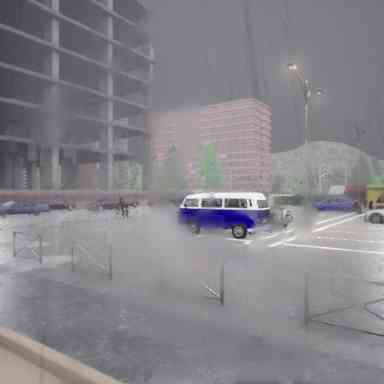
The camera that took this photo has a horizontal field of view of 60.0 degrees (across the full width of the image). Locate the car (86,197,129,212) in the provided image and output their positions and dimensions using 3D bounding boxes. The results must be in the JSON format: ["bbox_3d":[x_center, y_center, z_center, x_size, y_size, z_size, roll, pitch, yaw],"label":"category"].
[{"bbox_3d":[-9.990,1.437,38.554,1.837,1.490,4.892,0,0,35],"label":"car"}]

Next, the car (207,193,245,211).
[{"bbox_3d":[4.968,1.157,47.390,2.150,2.045,5.566,0,0,36],"label":"car"}]

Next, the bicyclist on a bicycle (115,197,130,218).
[{"bbox_3d":[-5.455,1.240,25.923,1.656,1.620,0.582,0,0,35],"label":"bicyclist on a bicycle"}]

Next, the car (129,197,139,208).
[{"bbox_3d":[-9.352,1.422,45.524,2.128,1.511,4.902,0,0,35],"label":"car"}]

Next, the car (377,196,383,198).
[{"bbox_3d":[16.501,1.153,26.010,4.605,1.855,1.932,0,0,36],"label":"car"}]

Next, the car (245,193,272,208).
[{"bbox_3d":[11.068,1.427,56.119,2.128,1.511,4.902,0,0,35],"label":"car"}]

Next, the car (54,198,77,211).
[{"bbox_3d":[-15.272,1.422,37.136,2.128,1.511,4.902,0,0,35],"label":"car"}]

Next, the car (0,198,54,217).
[{"bbox_3d":[-15.811,1.479,30.296,2.033,1.411,5.357,0,0,35],"label":"car"}]

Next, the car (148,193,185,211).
[{"bbox_3d":[-3.817,1.154,47.283,2.150,2.045,5.566,0,0,35],"label":"car"}]

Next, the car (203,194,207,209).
[{"bbox_3d":[4.238,1.439,52.327,1.837,1.490,4.892,0,0,35],"label":"car"}]

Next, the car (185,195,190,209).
[{"bbox_3d":[-3.228,1.152,54.146,2.150,2.045,5.566,0,0,35],"label":"car"}]

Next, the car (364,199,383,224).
[{"bbox_3d":[13.297,1.395,21.444,3.806,1.475,1.970,0,0,36],"label":"car"}]

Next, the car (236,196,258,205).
[{"bbox_3d":[10.040,1.425,60.571,2.128,1.511,4.902,0,0,35],"label":"car"}]
